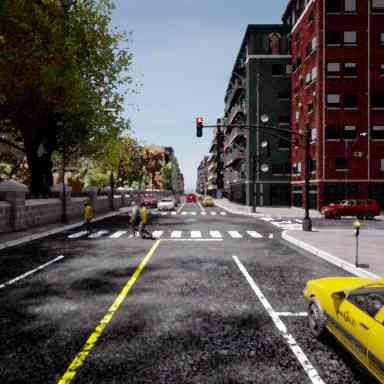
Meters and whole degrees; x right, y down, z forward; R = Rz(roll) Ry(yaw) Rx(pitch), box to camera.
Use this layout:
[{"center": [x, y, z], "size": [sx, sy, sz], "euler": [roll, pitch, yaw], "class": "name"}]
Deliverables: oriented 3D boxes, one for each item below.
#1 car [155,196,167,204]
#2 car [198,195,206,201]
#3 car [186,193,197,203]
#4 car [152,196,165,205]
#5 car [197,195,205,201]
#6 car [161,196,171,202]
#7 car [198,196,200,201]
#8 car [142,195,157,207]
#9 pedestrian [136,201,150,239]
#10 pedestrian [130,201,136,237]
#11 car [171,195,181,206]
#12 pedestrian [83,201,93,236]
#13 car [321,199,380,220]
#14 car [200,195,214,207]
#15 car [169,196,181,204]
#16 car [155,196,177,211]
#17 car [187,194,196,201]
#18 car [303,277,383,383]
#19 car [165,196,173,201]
[{"center": [-5.829, 1.566, 63.697], "size": [1.887, 1.381, 4.507], "euler": [0, 0, 0], "class": "car"}, {"center": [2.504, 1.586, 85.856], "size": [1.887, 1.381, 4.507], "euler": [0, 0, 0], "class": "car"}, {"center": [-0.153, 1.245, 72.450], "size": [2.150, 2.045, 5.566], "euler": [0, 0, 0], "class": "car"}, {"center": [-5.818, 1.457, 58.162], "size": [1.967, 1.590, 4.097], "euler": [0, 0, 0], "class": "car"}, {"center": [2.492, 1.592, 91.391], "size": [1.887, 1.381, 4.507], "euler": [0, 0, 0], "class": "car"}, {"center": [-5.852, 1.613, 74.767], "size": [1.802, 1.307, 4.206], "euler": [0, 0, 0], "class": "car"}, {"center": [2.563, 1.562, 58.180], "size": [1.887, 1.381, 4.507], "euler": [0, 0, 0], "class": "car"}, {"center": [-5.794, 1.324, 47.091], "size": [2.192, 1.841, 5.009], "euler": [0, 0, 0], "class": "car"}, {"center": [-2.296, 1.294, 15.640], "size": [0.375, 1.860, 0.375], "euler": [0, 0, 0], "class": "pedestrian"}, {"center": [-2.773, 1.294, 16.318], "size": [0.375, 1.860, 0.375], "euler": [0, 0, 0], "class": "pedestrian"}, {"center": [-3.204, 1.560, 51.779], "size": [2.033, 1.411, 5.357], "euler": [0, 0, 0], "class": "car"}, {"center": [-5.257, 1.294, 16.913], "size": [0.375, 1.860, 0.375], "euler": [0, 0, 0], "class": "pedestrian"}, {"center": [14.550, 1.591, 30.562], "size": [5.009, 1.841, 2.192], "euler": [1, -1, 0], "class": "car"}, {"center": [2.574, 1.538, 52.815], "size": [1.752, 1.417, 4.829], "euler": [0, 0, 0], "class": "car"}, {"center": [-3.191, 1.499, 63.276], "size": [1.882, 1.535, 5.008], "euler": [0, 0, 1], "class": "car"}, {"center": [-3.156, 1.532, 41.199], "size": [1.812, 1.442, 4.674], "euler": [0, 0, -1], "class": "car"}, {"center": [-0.176, 1.306, 82.811], "size": [2.097, 1.767, 4.553], "euler": [0, 0, 0], "class": "car"}, {"center": [2.680, 1.525, 3.714], "size": [1.752, 1.417, 4.829], "euler": [0, 0, 0], "class": "car"}, {"center": [-5.876, 1.623, 85.838], "size": [1.802, 1.307, 4.206], "euler": [0, 0, 0], "class": "car"}]
